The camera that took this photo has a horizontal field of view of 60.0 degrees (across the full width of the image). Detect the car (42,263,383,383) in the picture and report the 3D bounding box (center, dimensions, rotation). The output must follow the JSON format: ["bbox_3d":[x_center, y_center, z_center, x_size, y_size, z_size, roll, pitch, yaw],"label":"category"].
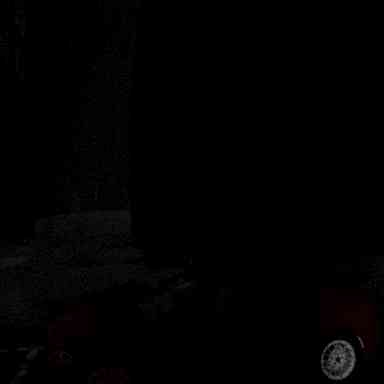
[{"bbox_3d":[0.353,1.731,4.644,4.507,1.381,1.887,-1,-2,-12],"label":"car"}]
